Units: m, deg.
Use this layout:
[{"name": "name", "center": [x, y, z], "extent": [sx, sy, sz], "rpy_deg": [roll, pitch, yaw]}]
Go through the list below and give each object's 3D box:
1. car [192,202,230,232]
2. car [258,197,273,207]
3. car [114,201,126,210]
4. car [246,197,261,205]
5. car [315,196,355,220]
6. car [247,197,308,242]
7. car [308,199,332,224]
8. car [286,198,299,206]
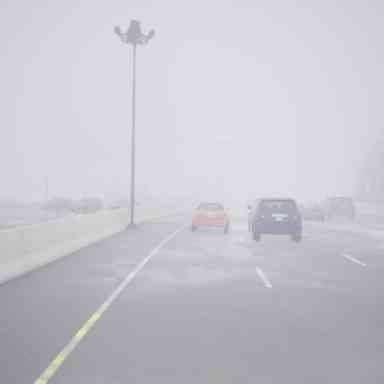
[{"name": "car", "center": [1.260, 1.366, 20.647], "extent": [2.097, 1.767, 4.553], "rpy_deg": [1, 0, 7]}, {"name": "car", "center": [12.059, 1.660, 54.422], "extent": [1.837, 1.490, 4.892], "rpy_deg": [-1, 0, 19]}, {"name": "car", "center": [-7.140, 1.445, 36.136], "extent": [2.033, 1.411, 5.357], "rpy_deg": [1, 0, 11]}, {"name": "car", "center": [11.833, 1.677, 63.737], "extent": [1.812, 1.442, 4.674], "rpy_deg": [0, 0, 22]}, {"name": "car", "center": [13.381, 1.397, 30.908], "extent": [2.150, 2.045, 5.566], "rpy_deg": [1, 0, 10]}, {"name": "car", "center": [4.099, 1.274, 17.034], "extent": [2.150, 2.045, 5.566], "rpy_deg": [0, 0, 7]}, {"name": "car", "center": [9.002, 1.609, 25.979], "extent": [2.128, 1.511, 4.902], "rpy_deg": [1, 0, 9]}, {"name": "car", "center": [18.902, 1.811, 62.534], "extent": [1.994, 1.385, 4.181], "rpy_deg": [1, 0, 22]}]
